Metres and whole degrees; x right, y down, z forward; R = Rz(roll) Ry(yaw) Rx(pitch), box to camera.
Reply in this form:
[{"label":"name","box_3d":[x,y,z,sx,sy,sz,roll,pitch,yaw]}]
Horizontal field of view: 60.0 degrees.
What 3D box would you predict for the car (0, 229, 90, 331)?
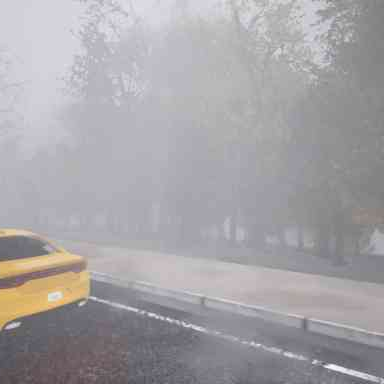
[{"label":"car","box_3d":[-4.159,1.476,6.626,5.008,1.535,1.882,0,0,35]}]
